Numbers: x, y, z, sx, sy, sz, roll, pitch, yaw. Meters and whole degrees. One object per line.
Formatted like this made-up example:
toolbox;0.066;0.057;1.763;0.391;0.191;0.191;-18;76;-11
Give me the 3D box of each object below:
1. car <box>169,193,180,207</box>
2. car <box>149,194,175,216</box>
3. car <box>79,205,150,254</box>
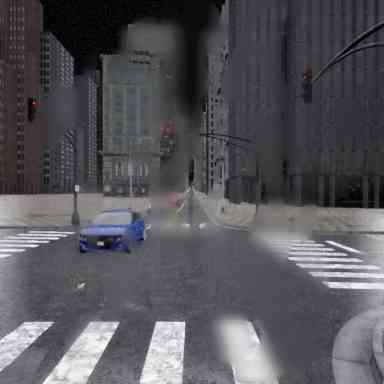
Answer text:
car;-3.082;1.220;51.947;2.150;2.045;5.566;0;0;0
car;-3.097;1.349;32.910;2.097;1.767;4.553;0;0;0
car;-3.098;1.477;13.755;1.882;1.535;5.008;0;0;0
